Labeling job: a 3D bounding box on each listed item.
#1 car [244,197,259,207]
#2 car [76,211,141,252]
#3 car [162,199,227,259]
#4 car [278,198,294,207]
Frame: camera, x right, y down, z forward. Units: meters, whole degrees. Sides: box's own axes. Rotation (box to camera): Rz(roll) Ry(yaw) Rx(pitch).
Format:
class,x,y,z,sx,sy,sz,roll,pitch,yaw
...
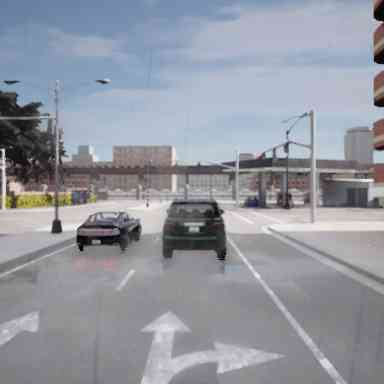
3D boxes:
class,x,y,z,sx,sy,sz,roll,pitch,yaw
car,9.920,1.582,54.960,2.242,1.667,4.611,0,0,1
car,-3.371,1.567,14.201,2.128,1.511,4.902,0,0,1
car,0.118,1.287,13.008,2.150,2.045,5.566,0,-1,1
car,15.668,1.746,55.700,1.970,1.475,3.806,0,0,1
